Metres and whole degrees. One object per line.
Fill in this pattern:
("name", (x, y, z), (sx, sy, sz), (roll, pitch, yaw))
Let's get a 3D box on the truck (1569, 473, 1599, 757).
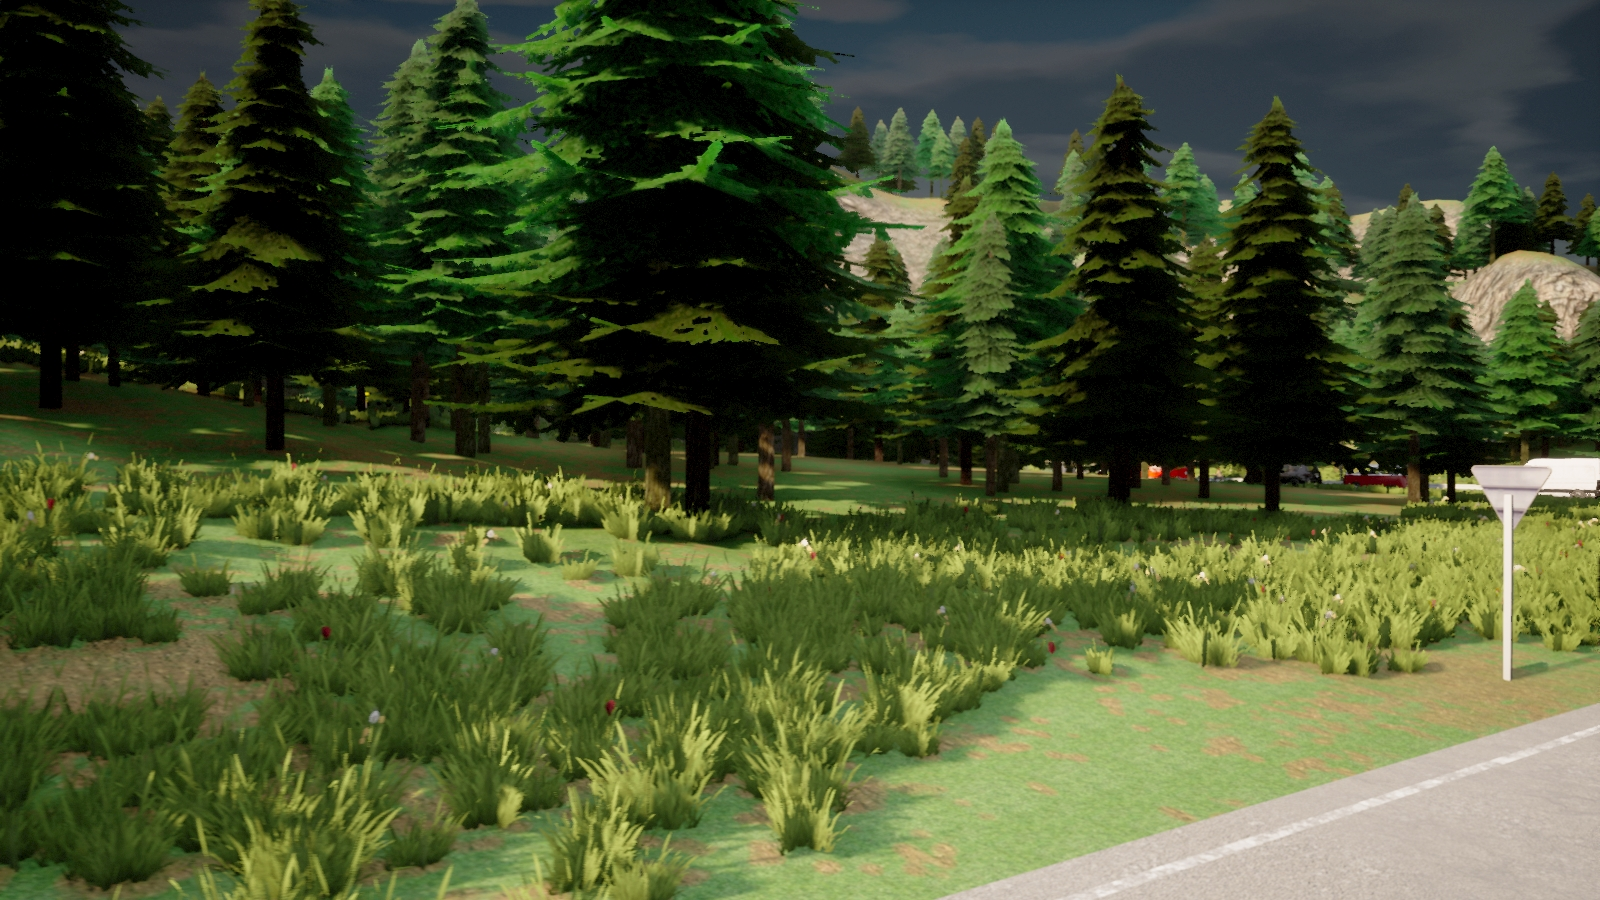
("truck", (9.733, 1.454, 10.579), (5.204, 2.467, 2.627), (0, 0, -35))
